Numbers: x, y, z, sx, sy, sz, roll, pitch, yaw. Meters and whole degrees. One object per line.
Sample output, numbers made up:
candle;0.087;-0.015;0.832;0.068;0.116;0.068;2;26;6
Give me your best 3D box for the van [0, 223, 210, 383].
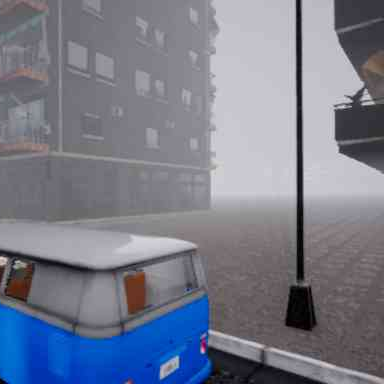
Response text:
van;-1.711;1.349;4.092;3.998;1.788;1.690;0;0;35
